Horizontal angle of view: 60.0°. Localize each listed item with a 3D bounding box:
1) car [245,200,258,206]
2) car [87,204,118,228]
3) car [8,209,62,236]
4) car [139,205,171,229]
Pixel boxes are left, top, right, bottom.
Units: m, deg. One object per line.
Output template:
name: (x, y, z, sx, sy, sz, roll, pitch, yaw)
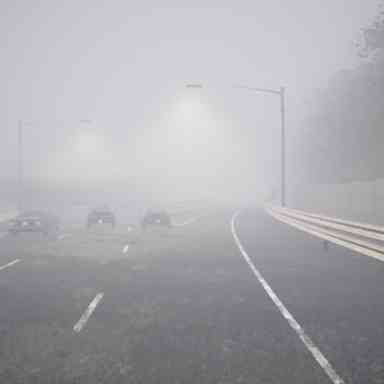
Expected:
car: (13.253, 2.457, 76.157, 2.033, 1.411, 5.357, 0, -3, 16)
car: (-6.348, 1.639, 23.549, 1.837, 1.490, 4.892, 0, 0, -13)
car: (-8.941, 1.679, 19.319, 2.033, 1.411, 5.357, 0, 0, -11)
car: (-2.548, 1.635, 22.565, 1.812, 1.442, 4.674, 0, 0, -12)
